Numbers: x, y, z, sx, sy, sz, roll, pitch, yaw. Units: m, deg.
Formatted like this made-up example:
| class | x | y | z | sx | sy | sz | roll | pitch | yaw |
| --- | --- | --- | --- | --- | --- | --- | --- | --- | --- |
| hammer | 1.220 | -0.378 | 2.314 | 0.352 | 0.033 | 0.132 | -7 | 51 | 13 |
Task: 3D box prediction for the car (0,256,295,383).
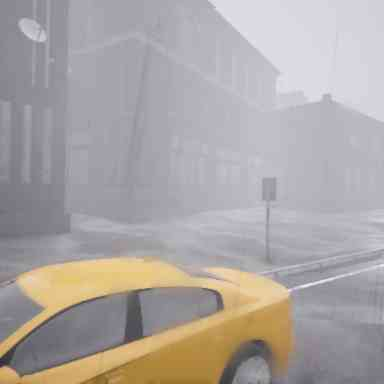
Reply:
| class | x | y | z | sx | sy | sz | roll | pitch | yaw |
| --- | --- | --- | --- | --- | --- | --- | --- | --- | --- |
| car | -1.134 | 1.478 | 3.185 | 5.008 | 1.535 | 1.882 | 0 | 0 | -36 |
